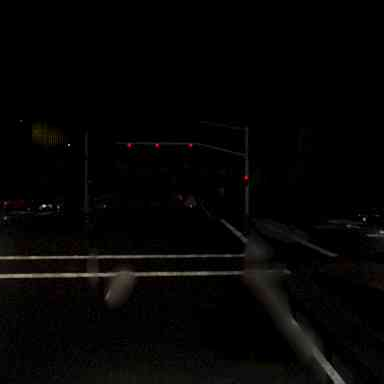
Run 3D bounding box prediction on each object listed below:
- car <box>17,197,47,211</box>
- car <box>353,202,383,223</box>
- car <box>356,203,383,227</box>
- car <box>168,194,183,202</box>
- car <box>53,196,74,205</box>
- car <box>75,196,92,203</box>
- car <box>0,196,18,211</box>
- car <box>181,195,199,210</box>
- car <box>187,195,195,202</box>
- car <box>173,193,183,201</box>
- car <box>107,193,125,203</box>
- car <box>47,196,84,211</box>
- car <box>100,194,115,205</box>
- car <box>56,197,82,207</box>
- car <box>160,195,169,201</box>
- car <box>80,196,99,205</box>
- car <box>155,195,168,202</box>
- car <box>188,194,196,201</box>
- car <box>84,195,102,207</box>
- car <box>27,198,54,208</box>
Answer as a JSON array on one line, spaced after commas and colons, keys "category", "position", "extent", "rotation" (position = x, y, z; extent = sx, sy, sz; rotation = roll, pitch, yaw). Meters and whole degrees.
[{"category": "car", "position": [-18.753, 1.530, 40.856], "extent": [2.033, 1.411, 5.357], "rotation": [0, 0, 0]}, {"category": "car", "position": [14.919, 1.494, 24.885], "extent": [4.892, 1.490, 1.837], "rotation": [0, 0, 1]}, {"category": "car", "position": [13.560, 1.481, 21.398], "extent": [4.902, 1.511, 2.128], "rotation": [0, 0, 0]}, {"category": "car", "position": [-3.671, 1.521, 74.595], "extent": [1.994, 1.385, 4.181], "rotation": [0, 0, 1]}, {"category": "car", "position": [-22.231, 1.502, 57.735], "extent": [1.812, 1.442, 4.674], "rotation": [0, 0, 0]}, {"category": "car", "position": [-22.193, 1.566, 68.019], "extent": [1.895, 1.301, 4.718], "rotation": [0, 0, 0]}, {"category": "car", "position": [-22.215, 1.335, 40.362], "extent": [2.097, 1.767, 4.553], "rotation": [0, 0, 0]}, {"category": "car", "position": [-0.125, 1.508, 43.174], "extent": [1.812, 1.442, 4.674], "rotation": [0, 0, 0]}, {"category": "car", "position": [-0.174, 1.491, 74.191], "extent": [1.812, 1.442, 4.674], "rotation": [0, 0, 1]}, {"category": "car", "position": [-3.486, 1.262, 84.424], "extent": [2.097, 1.767, 4.553], "rotation": [0, 0, 1]}, {"category": "car", "position": [-15.195, 1.197, 68.101], "extent": [2.150, 2.045, 5.566], "rotation": [0, 0, 0]}, {"category": "car", "position": [-15.215, 1.475, 40.307], "extent": [2.128, 1.511, 4.902], "rotation": [0, 0, 0]}, {"category": "car", "position": [-15.242, 1.540, 57.620], "extent": [1.994, 1.385, 4.181], "rotation": [0, 0, 0]}, {"category": "car", "position": [-18.742, 1.526, 50.928], "extent": [2.033, 1.411, 5.357], "rotation": [0, 0, 0]}, {"category": "car", "position": [-6.984, 1.431, 84.536], "extent": [1.812, 1.442, 4.674], "rotation": [0, 0, 1]}, {"category": "car", "position": [-18.729, 1.480, 61.043], "extent": [1.837, 1.490, 4.892], "rotation": [0, 0, 0]}, {"category": "car", "position": [-7.174, 1.506, 74.175], "extent": [2.033, 1.411, 5.357], "rotation": [0, 0, 1]}, {"category": "car", "position": [0.014, 1.385, 84.372], "extent": [1.882, 1.535, 5.008], "rotation": [0, 0, 1]}, {"category": "car", "position": [-15.236, 1.544, 49.210], "extent": [1.994, 1.385, 4.181], "rotation": [0, 0, 0]}, {"category": "car", "position": [-22.237, 1.544, 48.994], "extent": [1.994, 1.385, 4.181], "rotation": [0, 0, 0]}]
